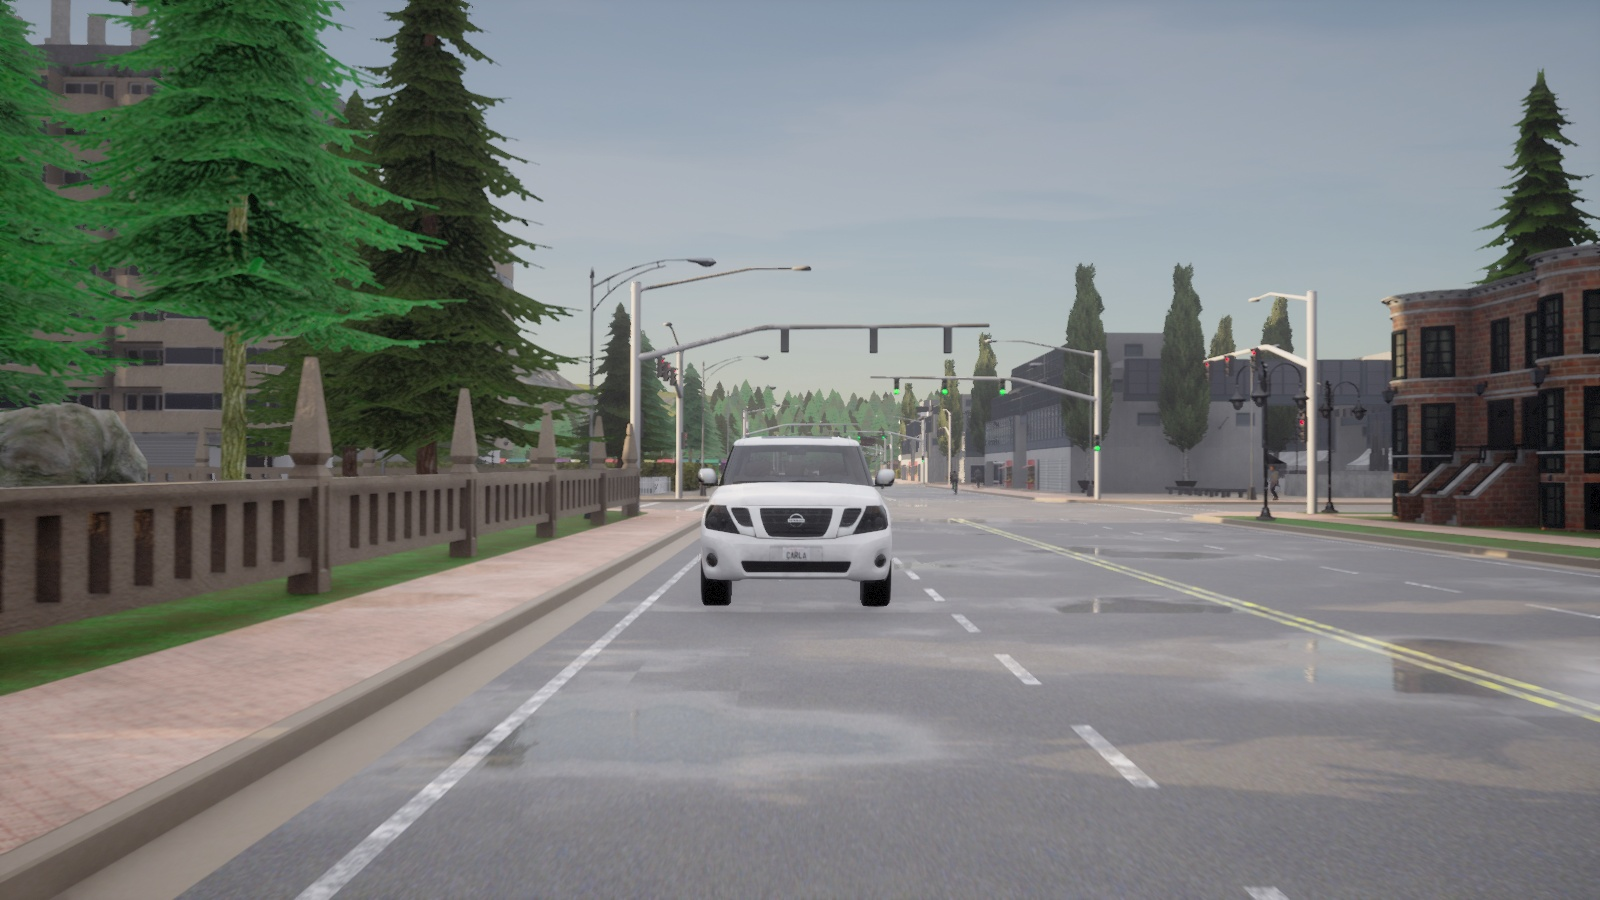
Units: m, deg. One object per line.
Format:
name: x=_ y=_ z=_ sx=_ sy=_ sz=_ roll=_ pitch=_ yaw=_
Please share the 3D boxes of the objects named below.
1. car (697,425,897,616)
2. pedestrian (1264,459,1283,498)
car: x=-0.041 y=0.806 z=16.288 sx=2.150 sy=2.045 sz=5.566 roll=0 pitch=-1 yaw=0
pedestrian: x=23.826 y=1.435 z=63.173 sx=0.788 sy=1.949 sz=0.423 roll=0 pitch=-1 yaw=-7
